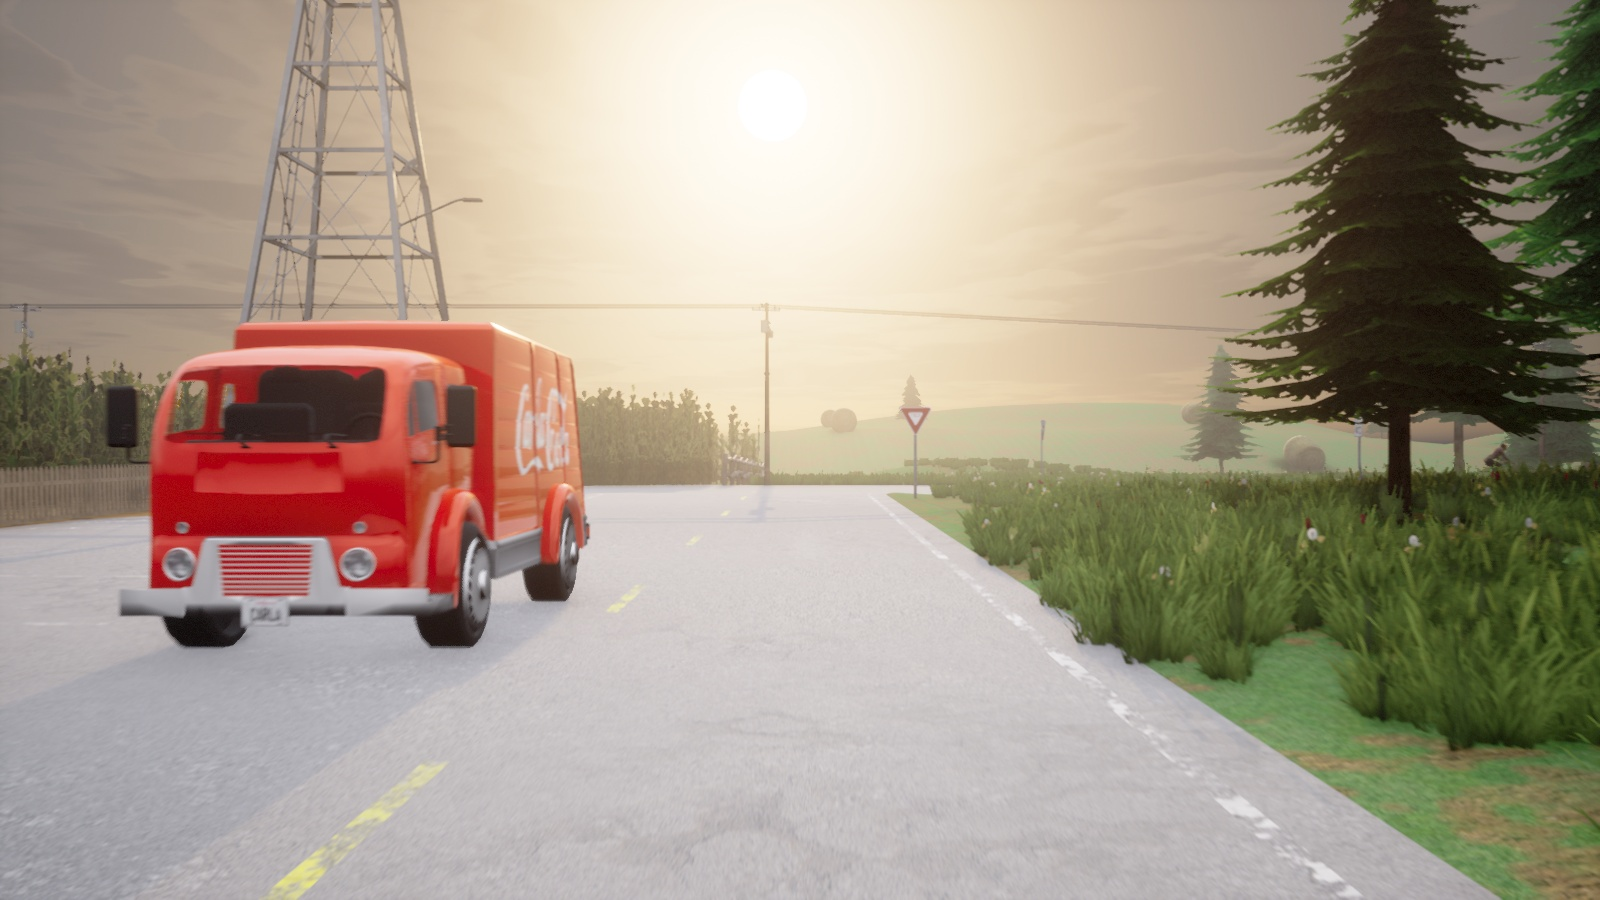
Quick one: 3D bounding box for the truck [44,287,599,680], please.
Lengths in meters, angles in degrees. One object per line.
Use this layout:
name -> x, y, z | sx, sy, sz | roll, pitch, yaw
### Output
truck -> -3.424, 0.198, 10.498 | 2.627, 2.467, 5.204 | 0, 0, 0
